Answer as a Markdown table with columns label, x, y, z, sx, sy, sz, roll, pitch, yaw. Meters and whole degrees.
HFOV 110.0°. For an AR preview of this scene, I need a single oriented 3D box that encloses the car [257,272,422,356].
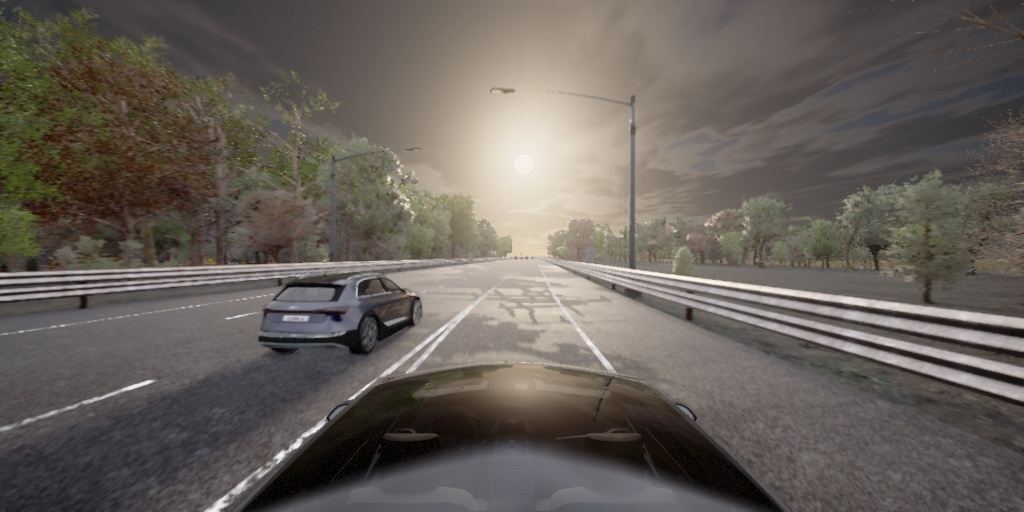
| label | x | y | z | sx | sy | sz | roll | pitch | yaw |
| --- | --- | --- | --- | --- | --- | --- | --- | --- | --- |
| car | -3.711 | 1.187 | 8.632 | 2.033 | 1.649 | 4.856 | 0 | 0 | 3 |
